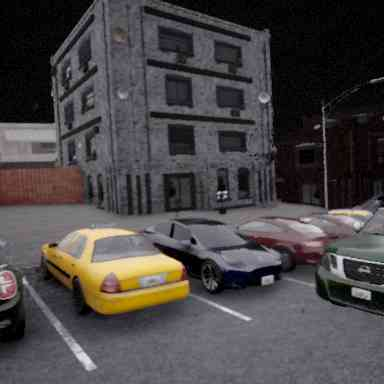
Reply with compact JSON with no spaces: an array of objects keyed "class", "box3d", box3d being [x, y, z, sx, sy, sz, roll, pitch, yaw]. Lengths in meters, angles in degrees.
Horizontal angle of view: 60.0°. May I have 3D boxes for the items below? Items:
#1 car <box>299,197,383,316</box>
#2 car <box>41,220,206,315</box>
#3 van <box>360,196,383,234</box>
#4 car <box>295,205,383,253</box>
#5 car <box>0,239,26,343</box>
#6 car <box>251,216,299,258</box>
[{"class":"car","box3d":[4.934,1.199,6.884,5.566,2.045,2.150,-2,1,-35]},{"class":"car","box3d":[-2.145,1.473,7.701,1.946,1.575,5.366,0,0,-35]},{"class":"van","box3d":[11.427,1.219,17.295,1.878,1.987,4.442,0,0,-35]},{"class":"car","box3d":[7.160,1.452,13.881,1.946,1.575,5.366,0,0,-35]},{"class":"car","box3d":[-4.396,1.356,5.830,2.185,1.767,4.553,0,0,-35]},{"class":"car","box3d":[4.680,1.500,12.337,2.002,1.452,4.674,0,0,-35]}]
